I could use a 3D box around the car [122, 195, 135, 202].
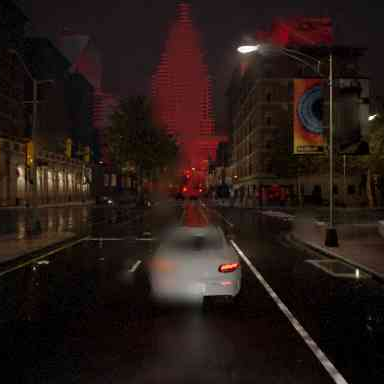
[{"bbox_3d":[-14.663,1.478,76.799,1.882,1.535,5.008,0,0,0],"label":"car"}]

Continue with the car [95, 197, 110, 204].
[{"bbox_3d":[-17.956,1.595,66.929,1.895,1.301,4.718,0,0,0],"label":"car"}]

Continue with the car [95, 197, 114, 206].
[{"bbox_3d":[-14.834,1.547,56.846,2.033,1.411,5.357,0,0,0],"label":"car"}]

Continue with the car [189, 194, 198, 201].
[{"bbox_3d":[0.380,1.493,86.462,1.837,1.490,4.892,0,0,0],"label":"car"}]

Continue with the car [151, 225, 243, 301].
[{"bbox_3d":[0.112,1.526,8.182,1.812,1.442,4.674,0,0,1],"label":"car"}]

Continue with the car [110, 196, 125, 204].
[{"bbox_3d":[-14.725,1.505,66.385,1.837,1.490,4.892,0,0,1],"label":"car"}]

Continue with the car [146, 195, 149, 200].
[{"bbox_3d":[-11.163,1.355,76.815,2.097,1.767,4.553,0,0,0],"label":"car"}]

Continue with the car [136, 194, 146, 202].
[{"bbox_3d":[-11.227,1.547,66.595,2.033,1.411,5.357,0,0,1],"label":"car"}]

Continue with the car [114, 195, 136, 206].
[{"bbox_3d":[-11.336,1.478,56.782,1.882,1.535,5.008,0,0,0],"label":"car"}]

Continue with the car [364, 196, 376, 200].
[{"bbox_3d":[34.744,1.481,68.090,2.231,1.521,4.892,0,0,0],"label":"car"}]

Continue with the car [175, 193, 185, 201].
[{"bbox_3d":[-3.119,1.218,86.508,2.150,2.045,5.566,0,0,0],"label":"car"}]
